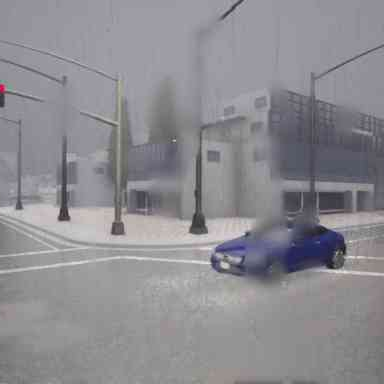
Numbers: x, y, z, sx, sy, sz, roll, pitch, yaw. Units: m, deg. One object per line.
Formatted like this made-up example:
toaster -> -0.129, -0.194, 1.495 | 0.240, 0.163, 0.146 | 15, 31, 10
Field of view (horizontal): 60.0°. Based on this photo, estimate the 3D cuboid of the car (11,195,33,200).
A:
car -> -44.083, 1.407, 84.071 | 5.357, 1.411, 2.033 | 0, 0, 1

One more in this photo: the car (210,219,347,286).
car -> 2.655, 1.549, 9.549 | 4.674, 1.442, 1.812 | 0, 0, -37
